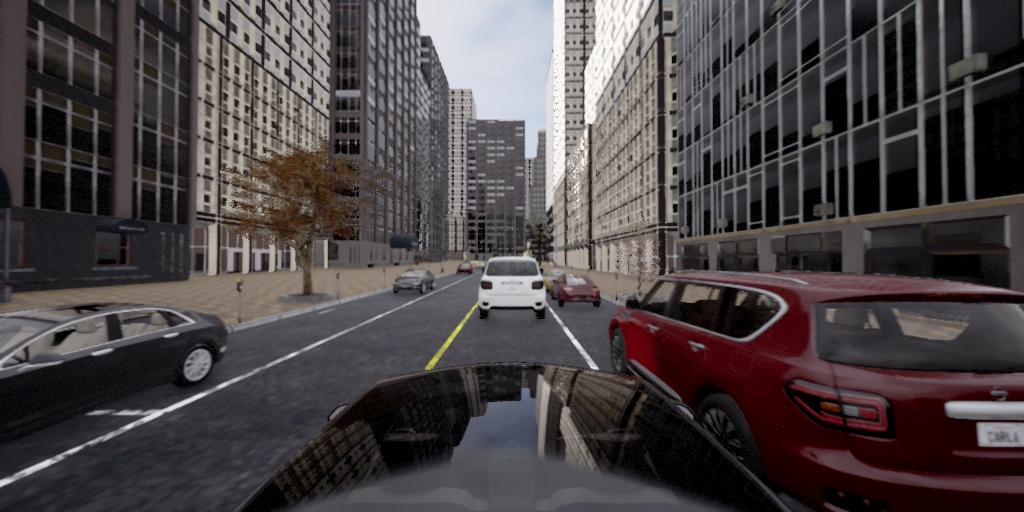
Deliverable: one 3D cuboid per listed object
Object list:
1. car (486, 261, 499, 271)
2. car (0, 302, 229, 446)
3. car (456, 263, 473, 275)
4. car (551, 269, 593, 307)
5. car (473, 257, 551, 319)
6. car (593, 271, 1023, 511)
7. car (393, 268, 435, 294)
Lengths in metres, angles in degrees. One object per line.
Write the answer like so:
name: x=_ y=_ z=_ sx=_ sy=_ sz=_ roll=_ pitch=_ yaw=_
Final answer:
car: x=-3.097 y=1.575 z=58.839 sx=1.837 sy=1.490 sz=4.892 roll=0 pitch=0 yaw=0
car: x=-5.691 y=1.316 z=4.329 sx=2.007 sy=1.370 sz=4.403 roll=0 pitch=0 yaw=0
car: x=-5.716 y=1.534 z=43.828 sx=1.888 sy=1.381 sz=4.507 roll=0 pitch=0 yaw=0
car: x=2.683 y=1.413 z=15.641 sx=1.802 sy=1.307 sz=4.207 roll=0 pitch=0 yaw=0
car: x=0.026 y=1.041 z=13.340 sx=2.150 sy=2.045 sz=5.566 roll=0 pitch=0 yaw=1
car: x=2.691 y=1.080 z=4.358 sx=2.192 sy=1.841 sz=5.009 roll=0 pitch=0 yaw=0
car: x=-5.702 y=1.413 z=21.258 sx=2.007 sy=1.370 sz=4.403 roll=0 pitch=0 yaw=0
